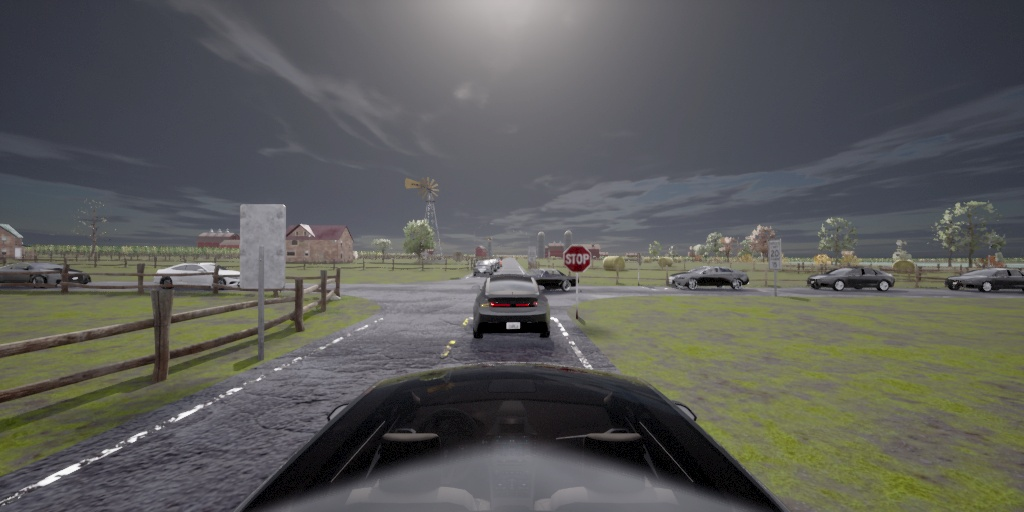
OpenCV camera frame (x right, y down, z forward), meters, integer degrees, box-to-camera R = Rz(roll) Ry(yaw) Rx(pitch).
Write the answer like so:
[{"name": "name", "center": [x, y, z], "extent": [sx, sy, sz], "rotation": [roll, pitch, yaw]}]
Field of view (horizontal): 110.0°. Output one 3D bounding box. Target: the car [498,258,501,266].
[{"name": "car", "center": [-2.872, 1.241, 46.285], "extent": [2.128, 1.511, 4.902], "rotation": [0, 0, 0]}]

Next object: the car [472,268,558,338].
[{"name": "car", "center": [-0.078, 1.256, 10.154], "extent": [1.837, 1.490, 4.892], "rotation": [0, 0, -3]}]

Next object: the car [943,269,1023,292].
[{"name": "car", "center": [31.692, 1.587, 23.734], "extent": [4.892, 1.490, 1.837], "rotation": [1, -1, -1]}]

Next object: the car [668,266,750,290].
[{"name": "car", "center": [12.788, 1.397, 23.434], "extent": [4.902, 1.511, 2.128], "rotation": [1, -1, -2]}]

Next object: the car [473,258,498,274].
[{"name": "car", "center": [-2.875, 1.243, 36.839], "extent": [2.128, 1.511, 4.902], "rotation": [0, 0, 0]}]

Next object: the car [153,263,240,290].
[{"name": "car", "center": [-17.252, 1.104, 20.103], "extent": [4.674, 1.442, 1.812], "rotation": [1, -1, -1]}]

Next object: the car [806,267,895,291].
[{"name": "car", "center": [22.190, 1.499, 23.609], "extent": [4.892, 1.490, 1.837], "rotation": [1, -1, -1]}]

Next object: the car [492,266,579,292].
[{"name": "car", "center": [1.491, 1.369, 20.201], "extent": [4.718, 1.301, 1.895], "rotation": [1, 0, -35]}]

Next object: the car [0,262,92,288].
[{"name": "car", "center": [-26.372, 1.048, 19.977], "extent": [4.181, 1.385, 1.994], "rotation": [1, -1, -1]}]
